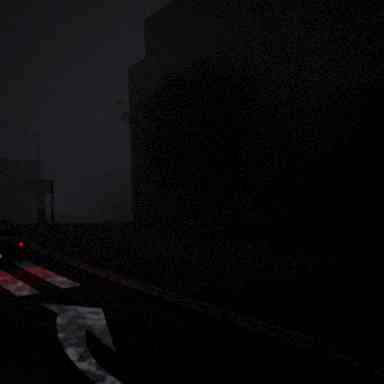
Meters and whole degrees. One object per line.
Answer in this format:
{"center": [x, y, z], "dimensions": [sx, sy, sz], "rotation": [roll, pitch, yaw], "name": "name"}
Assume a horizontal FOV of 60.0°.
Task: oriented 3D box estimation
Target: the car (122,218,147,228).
{"center": [-11.432, 6.206, 65.762], "dimensions": [4.553, 1.767, 2.185], "rotation": [-6, -10, 34], "name": "car"}

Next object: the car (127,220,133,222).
{"center": [-13.030, 6.030, 63.479], "dimensions": [5.008, 1.535, 2.097], "rotation": [-6, -9, 34], "name": "car"}

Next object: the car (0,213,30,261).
{"center": [-7.415, 1.673, 11.990], "dimensions": [1.895, 1.301, 4.718], "rotation": [2, 0, -39], "name": "car"}

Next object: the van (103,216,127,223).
{"center": [-14.688, 5.534, 61.295], "dimensions": [4.442, 1.987, 1.878], "rotation": [-6, -9, 34], "name": "van"}
